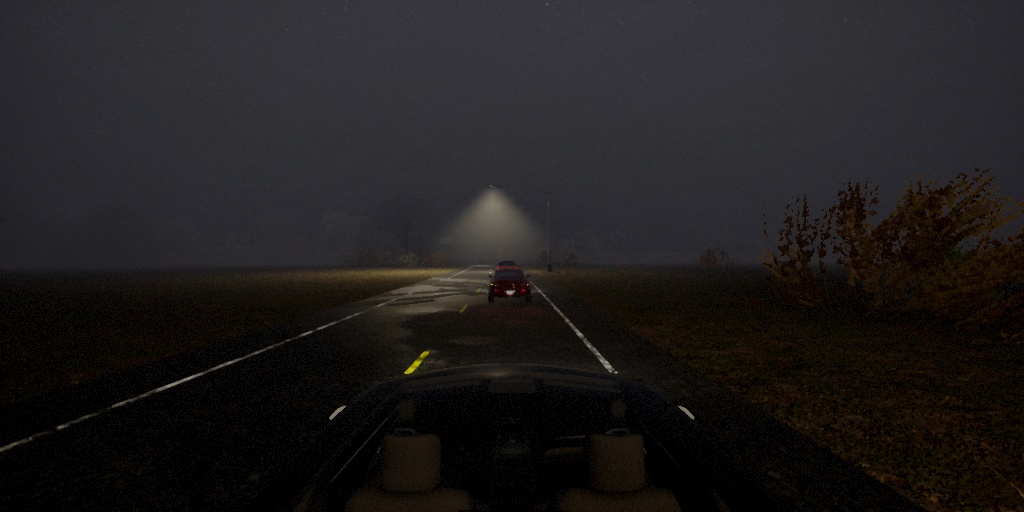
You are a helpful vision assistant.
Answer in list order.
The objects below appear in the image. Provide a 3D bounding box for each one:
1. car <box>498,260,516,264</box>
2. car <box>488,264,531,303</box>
[{"bbox_3d":[-0.454,1.103,31.555,2.097,1.767,4.553,0,0,-2],"label":"car"},{"bbox_3d":[-0.115,1.277,16.561,1.812,1.442,4.674,0,0,-1],"label":"car"}]
